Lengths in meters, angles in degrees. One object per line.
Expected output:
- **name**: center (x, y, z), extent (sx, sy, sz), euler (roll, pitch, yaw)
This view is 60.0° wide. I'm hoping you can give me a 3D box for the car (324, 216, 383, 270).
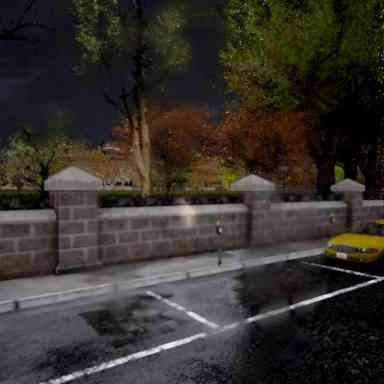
- **car**: center (6.315, 1.522, 11.063), extent (4.829, 1.417, 1.752), euler (0, 0, -35)
